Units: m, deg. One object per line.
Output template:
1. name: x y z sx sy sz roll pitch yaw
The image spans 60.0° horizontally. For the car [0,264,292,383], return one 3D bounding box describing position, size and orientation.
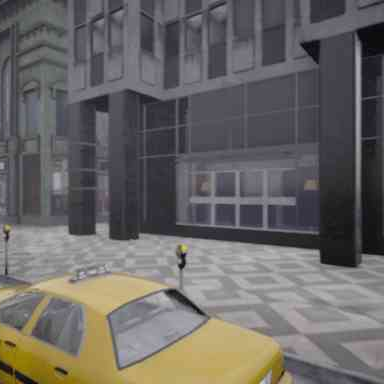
1. car: -1.366 1.542 3.933 4.829 1.417 1.752 0 0 35
